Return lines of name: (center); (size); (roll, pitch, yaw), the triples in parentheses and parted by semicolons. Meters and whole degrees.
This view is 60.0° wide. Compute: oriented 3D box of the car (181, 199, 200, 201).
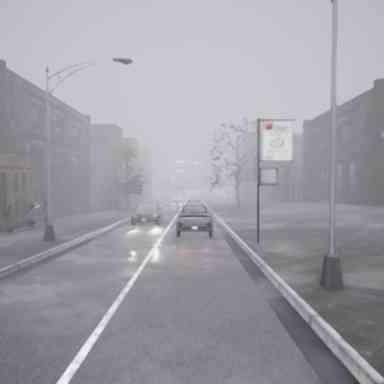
car: (0.206, 1.491, 36.427); (2.033, 1.411, 5.357); (0, 0, 0)

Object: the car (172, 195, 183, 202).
car: (-2.786, 1.395, 65.101); (1.812, 1.442, 4.674); (0, 1, 1)

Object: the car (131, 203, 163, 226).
car: (-3.047, 1.491, 23.309); (1.812, 1.442, 4.674); (0, 0, 0)

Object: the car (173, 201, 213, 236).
car: (0.134, 1.465, 18.060); (2.128, 1.511, 4.902); (0, 0, 0)
